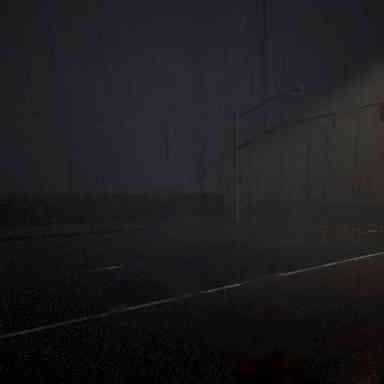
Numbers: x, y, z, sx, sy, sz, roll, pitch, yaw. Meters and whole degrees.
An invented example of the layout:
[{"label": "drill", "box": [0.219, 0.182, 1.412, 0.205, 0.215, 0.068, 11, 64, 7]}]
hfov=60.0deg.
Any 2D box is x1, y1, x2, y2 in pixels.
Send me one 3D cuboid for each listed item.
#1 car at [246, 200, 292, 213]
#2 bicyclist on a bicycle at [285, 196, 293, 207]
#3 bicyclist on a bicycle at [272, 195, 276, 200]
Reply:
[{"label": "car", "box": [8.312, 1.547, 36.448, 2.033, 1.411, 5.357, 0, 0, -35]}, {"label": "bicyclist on a bicycle", "box": [14.422, 1.453, 49.513, 1.656, 1.620, 0.582, 0, 0, -23]}, {"label": "bicyclist on a bicycle", "box": [13.420, 1.300, 54.421, 0.582, 1.620, 1.656, 0, 0, 21]}]
